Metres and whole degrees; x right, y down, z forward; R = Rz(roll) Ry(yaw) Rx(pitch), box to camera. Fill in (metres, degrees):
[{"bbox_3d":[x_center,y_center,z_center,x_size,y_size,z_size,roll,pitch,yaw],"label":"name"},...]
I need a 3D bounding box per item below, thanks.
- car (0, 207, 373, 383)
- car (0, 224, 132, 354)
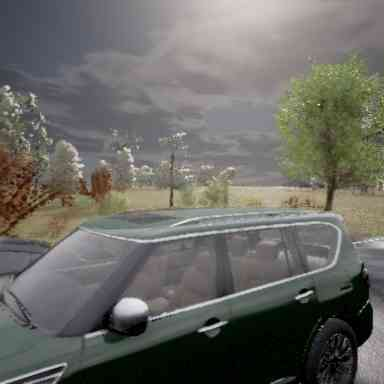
[{"bbox_3d":[-0.352,1.223,3.427,5.566,2.045,2.150,0,0,-35],"label":"car"},{"bbox_3d":[-3.630,1.476,5.082,5.008,1.535,1.882,0,0,-35],"label":"car"}]
